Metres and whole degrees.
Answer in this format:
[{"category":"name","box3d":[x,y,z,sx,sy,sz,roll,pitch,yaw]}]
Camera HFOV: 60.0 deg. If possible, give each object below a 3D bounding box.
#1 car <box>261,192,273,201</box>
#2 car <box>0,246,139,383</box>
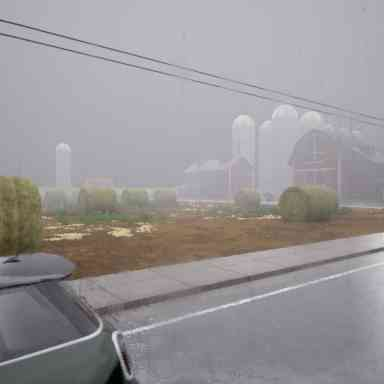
[{"category":"car","box3d":[15.789,1.118,72.832,3.866,1.878,1.905,-2,5,10]},{"category":"car","box3d":[-2.657,1.352,2.043,4.553,1.767,2.097,0,0,-36]}]
